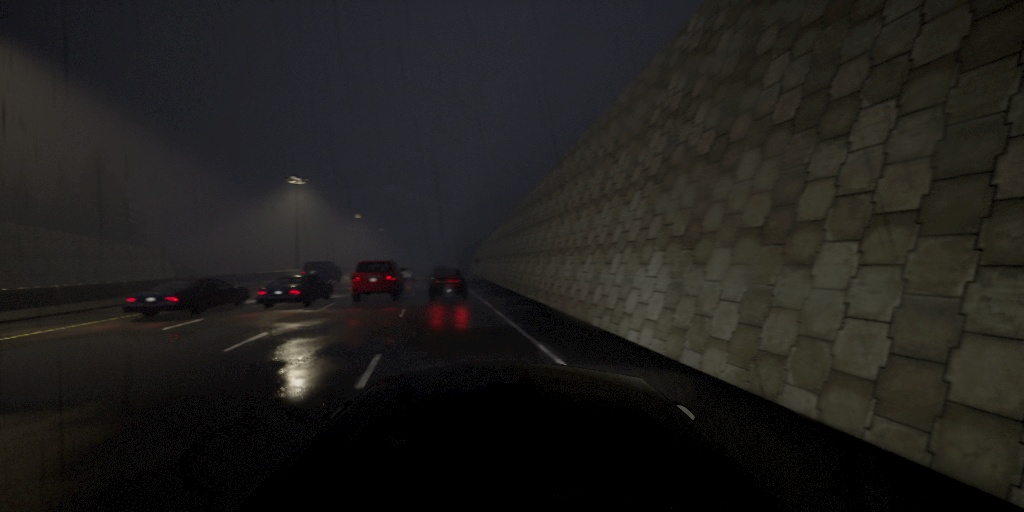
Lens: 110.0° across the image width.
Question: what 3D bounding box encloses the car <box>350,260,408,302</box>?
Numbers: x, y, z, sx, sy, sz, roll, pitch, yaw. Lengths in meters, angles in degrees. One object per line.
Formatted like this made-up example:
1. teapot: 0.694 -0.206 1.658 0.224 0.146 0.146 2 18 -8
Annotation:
1. car: -7.145 1.241 19.554 2.150 2.045 5.566 -1 0 -12

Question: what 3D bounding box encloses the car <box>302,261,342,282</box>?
1. car: -17.135 1.515 32.426 2.150 2.045 5.566 -1 0 -12

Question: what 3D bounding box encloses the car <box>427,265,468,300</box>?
1. car: -3.486 1.448 19.223 2.128 1.511 4.902 -1 0 -12

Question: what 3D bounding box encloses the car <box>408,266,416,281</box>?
1. car: -10.813 1.746 36.257 1.812 1.442 4.674 -1 0 -12

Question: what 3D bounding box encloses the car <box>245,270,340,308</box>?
1. car: -10.230 1.598 17.303 2.033 1.411 5.357 -1 -1 -12

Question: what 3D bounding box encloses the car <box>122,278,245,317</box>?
1. car: -13.369 1.632 15.238 2.033 1.411 5.357 -1 -1 -11
